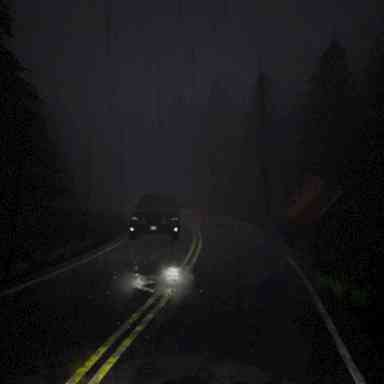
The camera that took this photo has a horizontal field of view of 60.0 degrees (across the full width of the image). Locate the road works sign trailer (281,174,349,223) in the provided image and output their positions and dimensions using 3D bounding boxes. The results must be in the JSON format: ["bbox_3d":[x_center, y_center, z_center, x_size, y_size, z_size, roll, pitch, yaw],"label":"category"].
[{"bbox_3d":[5.854,0.909,14.768,2.880,2.380,3.560,40,10,8],"label":"road works sign trailer"}]

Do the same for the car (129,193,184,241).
[{"bbox_3d":[-1.606,1.094,16.288,2.150,2.045,5.566,0,0,-1],"label":"car"}]

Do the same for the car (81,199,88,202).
[{"bbox_3d":[-17.823,1.579,52.063,2.033,1.411,5.357,-4,2,-35],"label":"car"}]

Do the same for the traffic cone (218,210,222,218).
[{"bbox_3d":[2.145,1.715,25.727,0.340,0.580,0.340,-1,1,-2],"label":"traffic cone"}]
